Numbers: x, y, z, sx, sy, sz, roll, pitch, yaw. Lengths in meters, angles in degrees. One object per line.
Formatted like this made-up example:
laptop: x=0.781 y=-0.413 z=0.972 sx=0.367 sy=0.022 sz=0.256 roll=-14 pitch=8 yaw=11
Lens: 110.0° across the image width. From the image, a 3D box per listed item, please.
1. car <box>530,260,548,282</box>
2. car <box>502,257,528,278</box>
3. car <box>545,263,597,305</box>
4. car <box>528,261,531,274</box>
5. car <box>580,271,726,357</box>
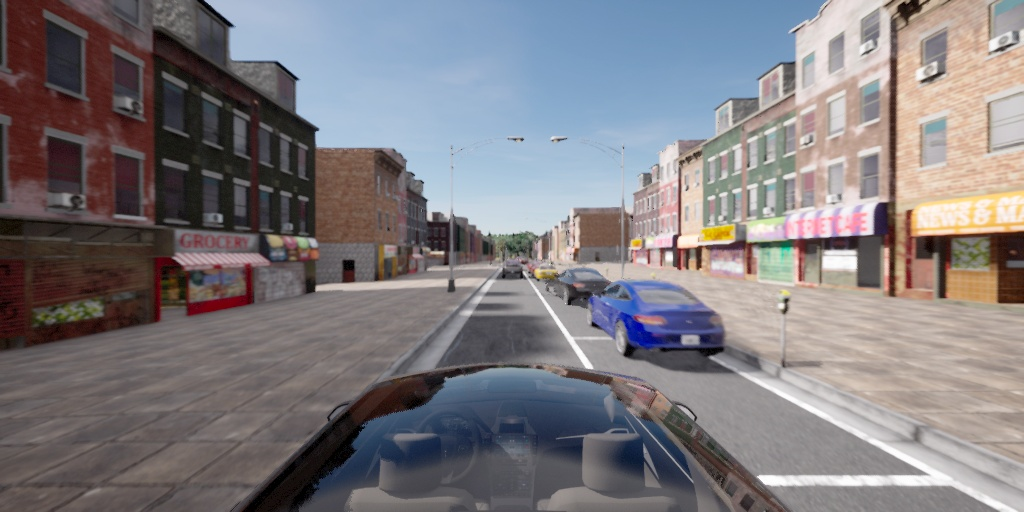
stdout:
car: x=2.642 y=1.192 z=27.913 sx=1.751 sy=1.417 sz=4.829 roll=0 pitch=0 yaw=0
car: x=0.072 y=1.148 z=32.777 sx=2.128 sy=1.511 sz=4.902 roll=0 pitch=0 yaw=0
car: x=2.904 y=1.224 z=15.642 sx=1.812 sy=1.442 sz=4.674 roll=0 pitch=0 yaw=-5
car: x=2.643 y=1.237 z=33.210 sx=1.802 sy=1.307 sz=4.207 roll=0 pitch=0 yaw=0
car: x=3.025 y=1.249 z=8.377 sx=1.812 sy=1.442 sz=4.674 roll=0 pitch=0 yaw=0
